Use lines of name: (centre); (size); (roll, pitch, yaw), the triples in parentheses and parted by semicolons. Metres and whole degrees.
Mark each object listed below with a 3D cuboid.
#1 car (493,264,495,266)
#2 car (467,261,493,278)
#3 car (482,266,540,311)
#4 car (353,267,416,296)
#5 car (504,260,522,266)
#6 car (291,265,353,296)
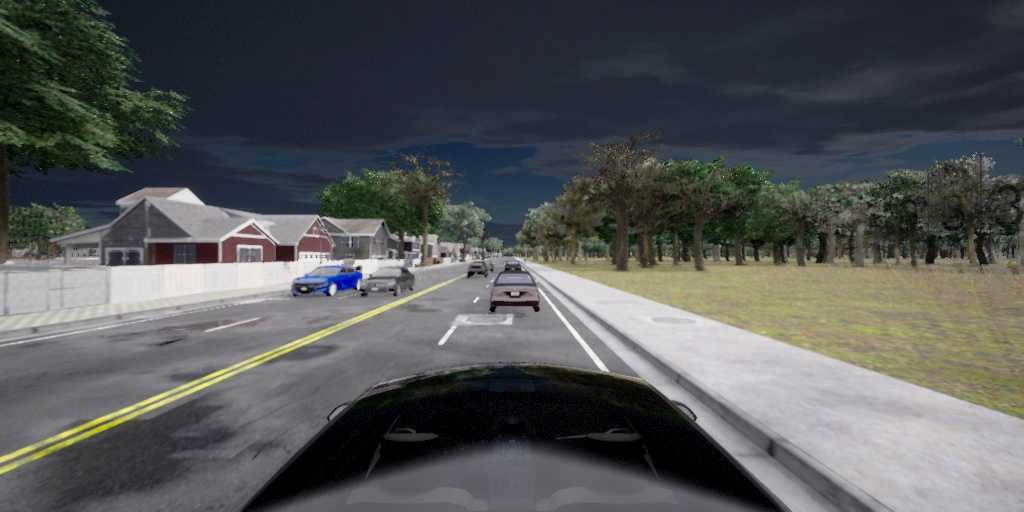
car: (-3.230, 1.286, 45.351); (2.033, 1.411, 5.357); (0, 0, 0)
car: (-3.145, 1.249, 33.849); (1.837, 1.490, 4.892); (0, 0, 0)
car: (0.101, 1.298, 14.430); (2.033, 1.411, 5.357); (0, 0, 0)
car: (-6.498, 1.310, 19.303); (1.812, 1.442, 4.674); (0, 0, 0)
car: (0.107, 1.217, 41.149); (1.882, 1.535, 5.008); (0, 0, 0)
car: (-9.748, 1.262, 19.303); (1.882, 1.535, 5.008); (0, 0, 0)
